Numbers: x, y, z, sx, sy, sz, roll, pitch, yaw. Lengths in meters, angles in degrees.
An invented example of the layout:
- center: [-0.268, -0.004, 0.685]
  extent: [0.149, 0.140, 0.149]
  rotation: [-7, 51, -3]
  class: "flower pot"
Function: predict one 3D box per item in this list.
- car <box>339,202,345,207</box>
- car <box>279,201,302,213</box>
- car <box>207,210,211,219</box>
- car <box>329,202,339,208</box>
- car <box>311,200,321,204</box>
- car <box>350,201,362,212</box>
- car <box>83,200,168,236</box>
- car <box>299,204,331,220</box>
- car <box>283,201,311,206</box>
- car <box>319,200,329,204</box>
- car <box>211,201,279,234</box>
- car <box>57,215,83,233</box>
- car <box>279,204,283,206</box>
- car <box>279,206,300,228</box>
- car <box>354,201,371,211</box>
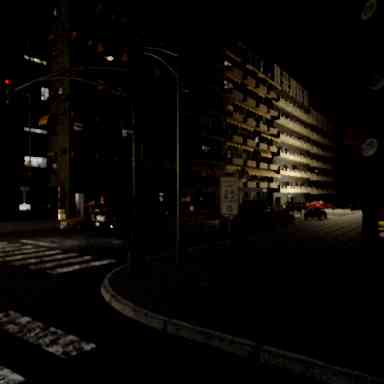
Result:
- center: [38.984, 3.307, 87.326]
  extent: [1.947, 1.339, 4.313]
  rotation: [-1, -2, 35]
  class: "car"
- center: [16.277, 2.365, 54.830]
  extent: [2.192, 1.841, 5.009]
  rotation: [-1, -2, 35]
  class: "car"
- center: [3.306, 2.189, 36.252]
  extent: [1.887, 1.381, 4.507]
  rotation: [-1, -2, 35]
  class: "car"
- center: [32.496, 3.092, 78.039]
  extent: [1.887, 1.381, 4.507]
  rotation: [-1, -2, 35]
  class: "car"
- center: [22.766, 2.796, 64.110]
  extent: [1.887, 1.381, 4.507]
  rotation: [-1, -2, 35]
  class: "car"
- center: [29.641, 2.536, 59.385]
  extent: [2.192, 1.841, 5.009]
  rotation: [-2, -2, 35]
  class: "car"
- center: [-3.857, 1.563, 21.455]
  extent: [2.150, 2.045, 5.566]
  rotation: [0, -1, 35]
  class: "car"
- center: [13.427, 2.297, 36.164]
  extent: [1.802, 1.307, 4.206]
  rotation: [-2, -2, 35]
  class: "car"
- center: [15.522, 2.165, 49.022]
  extent: [1.837, 1.490, 4.892]
  rotation: [0, -1, 35]
  class: "car"
- center: [26.007, 2.665, 68.758]
  extent: [2.192, 1.841, 5.009]
  rotation: [-1, -2, 35]
  class: "car"
- center: [3.696, 1.725, 22.243]
  extent: [2.192, 1.841, 5.009]
  rotation: [-2, -2, 35]
  class: "car"
- center: [-6.522, 1.858, 22.184]
  extent: [1.752, 1.417, 4.829]
  rotation: [-2, -2, 35]
  class: "car"
- center: [12.938, 2.471, 50.042]
  extent: [1.752, 1.417, 4.829]
  rotation: [-1, -2, 35]
  class: "car"
- center: [6.941, 2.057, 26.879]
  extent: [1.887, 1.381, 4.507]
  rotation: [-2, -2, 35]
  class: "car"
- center: [32.885, 2.635, 64.028]
  extent: [2.192, 1.841, 5.009]
  rotation: [-2, -2, 35]
  class: "car"
